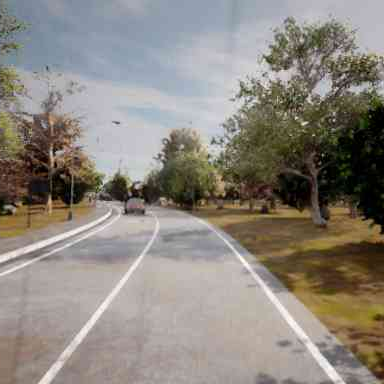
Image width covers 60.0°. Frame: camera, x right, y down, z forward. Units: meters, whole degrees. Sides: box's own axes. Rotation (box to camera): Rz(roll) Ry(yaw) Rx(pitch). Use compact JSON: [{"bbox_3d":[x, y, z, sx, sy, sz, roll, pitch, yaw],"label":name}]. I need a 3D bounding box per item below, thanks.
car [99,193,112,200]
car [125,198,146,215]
[{"bbox_3d":[-19.354,1.233,74.236,2.150,2.045,5.566,2,-1,-25],"label":"car"},{"bbox_3d":[-6.012,1.463,35.169,2.097,1.767,4.553,1,0,-11],"label":"car"}]
